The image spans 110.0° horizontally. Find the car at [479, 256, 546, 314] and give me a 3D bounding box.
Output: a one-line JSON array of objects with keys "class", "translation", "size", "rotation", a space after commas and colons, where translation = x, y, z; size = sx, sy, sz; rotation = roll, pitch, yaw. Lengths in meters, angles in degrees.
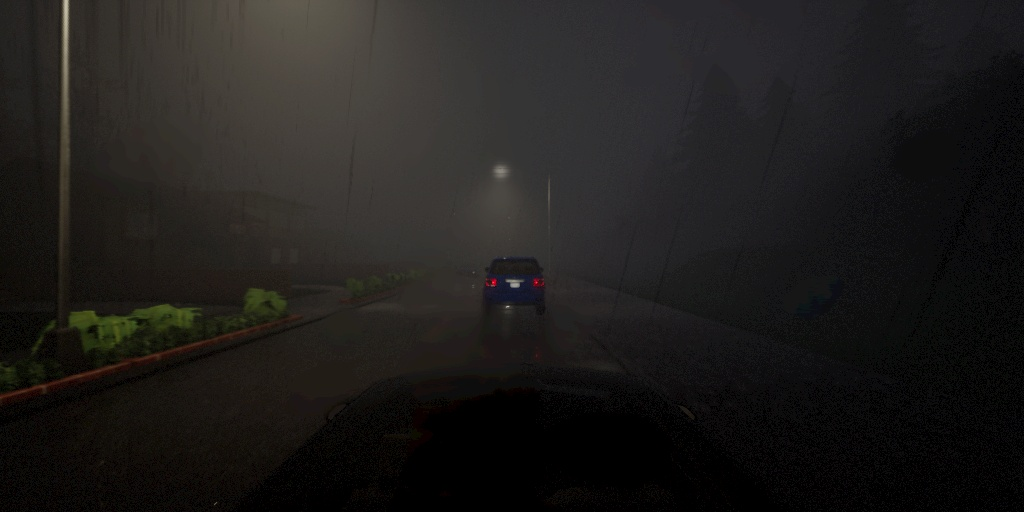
[{"class": "car", "translation": [0.098, 1.037, 14.289], "size": [2.150, 2.045, 5.566], "rotation": [0, 0, 0]}]

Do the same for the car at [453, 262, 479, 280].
[{"class": "car", "translation": [-4.097, 1.393, 34.411], "size": [1.882, 1.535, 5.008], "rotation": [0, -1, 0]}]
